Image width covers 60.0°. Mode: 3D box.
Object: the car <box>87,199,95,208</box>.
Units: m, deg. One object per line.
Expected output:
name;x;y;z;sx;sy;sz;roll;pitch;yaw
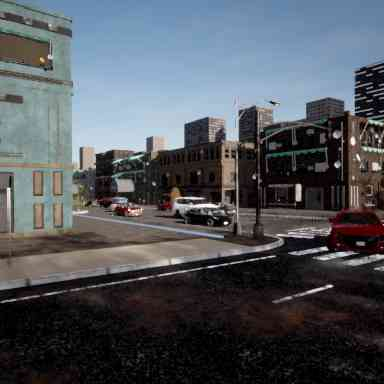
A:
car;-19.206;2.159;63.449;2.128;1.511;4.902;-1;0;-36

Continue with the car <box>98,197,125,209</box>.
car;-13.428;2.066;55.370;1.837;1.490;4.892;-1;0;-36

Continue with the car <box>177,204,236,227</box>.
car;1.084;1.814;24.902;1.947;1.339;4.313;-2;0;-36

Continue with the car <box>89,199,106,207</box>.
car;-19.395;2.228;68.148;1.887;1.381;4.507;-1;0;-36

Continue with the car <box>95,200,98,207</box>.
car;-16.180;1.940;63.646;2.192;1.841;5.009;-1;0;-36

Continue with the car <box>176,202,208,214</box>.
car;-0.074;1.904;41.137;1.802;1.307;4.206;-2;0;-36

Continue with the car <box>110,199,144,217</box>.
car;-6.892;1.846;36.259;1.967;1.590;4.097;-1;0;-36

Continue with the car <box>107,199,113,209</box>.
car;-9.202;1.991;43.994;1.812;1.442;4.674;-1;0;-36

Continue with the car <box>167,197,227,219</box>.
car;0.346;1.501;30.610;2.150;2.045;5.566;-1;0;-35

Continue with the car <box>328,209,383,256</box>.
car;6.705;1.479;13.502;1.882;1.535;5.008;1;0;24

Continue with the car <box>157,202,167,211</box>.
car;-3.293;1.966;45.638;1.802;1.307;4.206;-2;0;-36
